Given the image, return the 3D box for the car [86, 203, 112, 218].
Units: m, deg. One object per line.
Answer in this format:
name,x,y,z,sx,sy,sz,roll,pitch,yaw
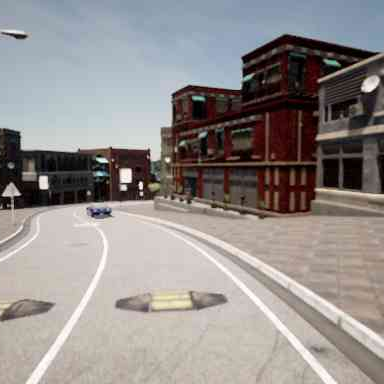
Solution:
car,-9.197,1.749,32.638,1.895,1.301,4.718,-2,0,-24
